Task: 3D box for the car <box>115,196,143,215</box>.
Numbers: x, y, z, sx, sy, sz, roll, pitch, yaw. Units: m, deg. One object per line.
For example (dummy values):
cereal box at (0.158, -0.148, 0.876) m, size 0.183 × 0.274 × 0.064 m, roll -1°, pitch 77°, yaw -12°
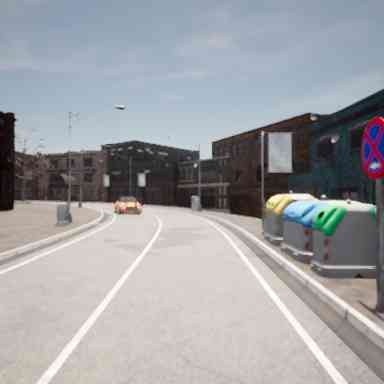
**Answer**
car at (-6.227, 1.252, 32.577) m, size 2.097 × 1.767 × 4.553 m, roll 0°, pitch 0°, yaw -20°
